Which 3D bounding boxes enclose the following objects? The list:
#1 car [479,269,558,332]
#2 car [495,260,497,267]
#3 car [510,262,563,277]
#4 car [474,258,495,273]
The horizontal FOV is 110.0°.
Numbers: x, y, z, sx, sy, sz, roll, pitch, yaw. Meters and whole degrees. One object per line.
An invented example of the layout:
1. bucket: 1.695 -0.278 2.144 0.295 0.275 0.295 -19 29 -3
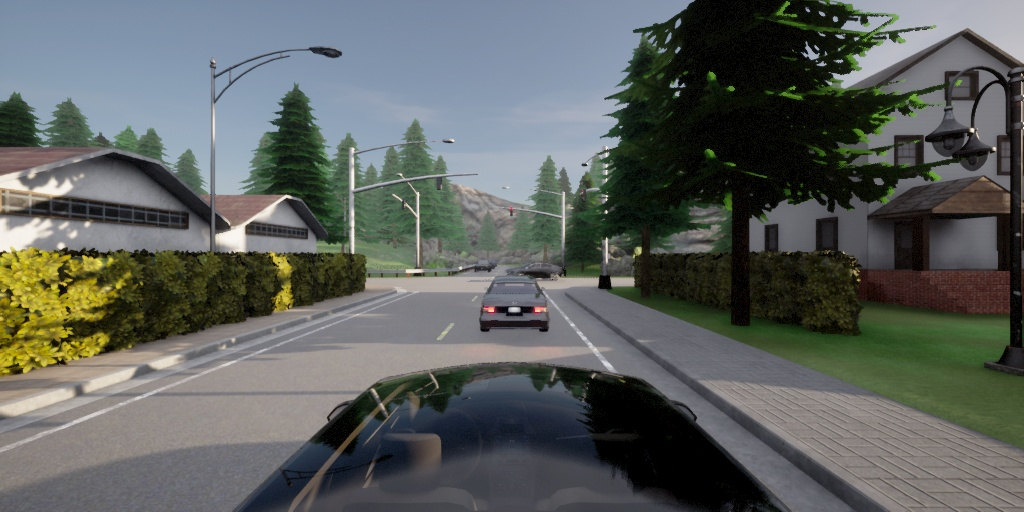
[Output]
1. car: 0.071 1.297 10.848 2.033 1.411 5.357 0 0 0
2. car: -3.553 1.351 54.301 1.895 1.301 4.718 0 0 0
3. car: 1.703 1.232 28.677 4.902 1.511 2.128 0 0 -21
4. car: -3.583 1.228 44.913 1.882 1.535 5.008 0 0 0
